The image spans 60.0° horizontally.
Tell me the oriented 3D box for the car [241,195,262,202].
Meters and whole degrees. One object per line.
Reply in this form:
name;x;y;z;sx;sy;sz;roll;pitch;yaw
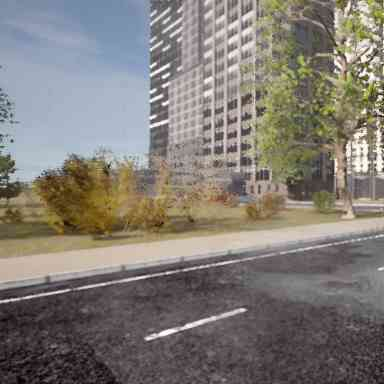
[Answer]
car;9.969;1.148;53.918;2.033;1.411;5.357;0;0;-34
